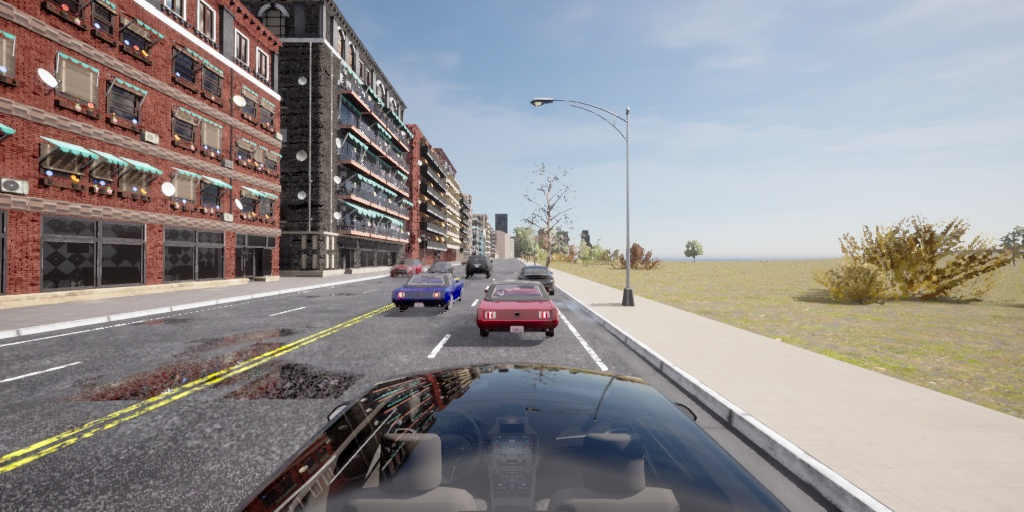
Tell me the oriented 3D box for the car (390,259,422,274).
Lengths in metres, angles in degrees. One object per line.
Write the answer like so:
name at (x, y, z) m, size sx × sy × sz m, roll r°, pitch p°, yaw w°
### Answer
car at (-9.724, 1.104, 33.418) m, size 2.097 × 1.767 × 4.553 m, roll 0°, pitch 0°, yaw 0°

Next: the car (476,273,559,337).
car at (0.132, 1.352, 10.254) m, size 1.895 × 1.301 × 4.718 m, roll 0°, pitch 0°, yaw 0°

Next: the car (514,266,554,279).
car at (1.207, 1.257, 19.455) m, size 1.837 × 1.490 × 4.892 m, roll 0°, pitch 0°, yaw 0°

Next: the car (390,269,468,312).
car at (-3.104, 1.352, 14.280) m, size 1.895 × 1.301 × 4.718 m, roll 0°, pitch 0°, yaw 0°

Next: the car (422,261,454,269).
car at (-6.477, 1.257, 32.748) m, size 1.837 × 1.490 × 4.892 m, roll 0°, pitch 0°, yaw 0°

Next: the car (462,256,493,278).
car at (-3.022, 0.975, 33.745) m, size 2.150 × 2.045 × 5.566 m, roll 0°, pitch 0°, yaw 0°
